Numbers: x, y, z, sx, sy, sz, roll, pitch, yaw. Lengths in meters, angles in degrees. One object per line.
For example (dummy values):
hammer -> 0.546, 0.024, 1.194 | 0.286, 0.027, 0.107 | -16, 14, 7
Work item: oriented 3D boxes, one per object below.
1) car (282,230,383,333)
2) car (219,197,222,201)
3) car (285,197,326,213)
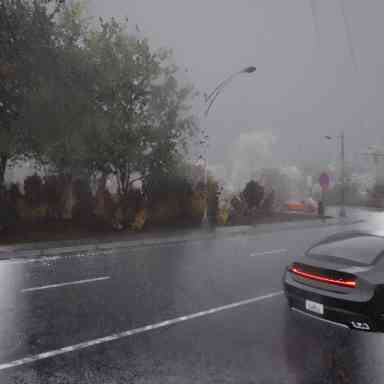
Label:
car -> 3.839, 1.505, 6.476 | 4.892, 1.490, 1.837 | 0, 0, -35
car -> 4.499, 1.353, 69.509 | 1.994, 1.385, 4.181 | 0, 1, -33
car -> 12.510, 1.352, 36.826 | 2.097, 1.767, 4.553 | 0, 0, -32
